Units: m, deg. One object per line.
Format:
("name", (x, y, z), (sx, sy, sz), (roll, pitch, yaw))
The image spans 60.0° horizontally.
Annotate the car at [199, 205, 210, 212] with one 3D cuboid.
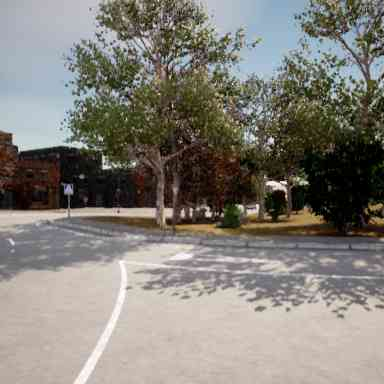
("car", (3.885, 4.686, 93.762), (2.435, 2.045, 5.566), (0, -2, 26))
